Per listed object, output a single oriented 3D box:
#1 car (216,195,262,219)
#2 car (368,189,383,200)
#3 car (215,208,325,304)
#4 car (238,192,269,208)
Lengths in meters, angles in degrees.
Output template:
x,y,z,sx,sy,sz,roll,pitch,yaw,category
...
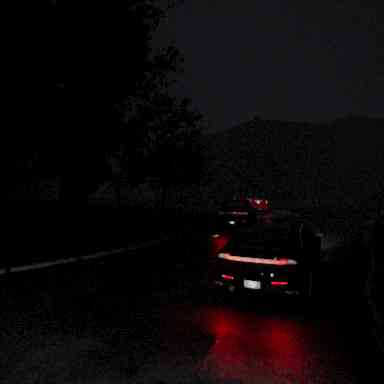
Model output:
x,y,z,sx,sy,sz,roll,pitch,yaw,category
2.501,1.190,18.280,2.128,1.511,4.902,1,1,14,car
27.615,0.274,47.445,2.185,1.767,4.553,-1,1,-23,car
2.084,1.400,8.164,2.128,1.511,4.902,1,1,25,car
4.765,0.829,28.926,2.097,1.767,4.553,0,1,-17,car
